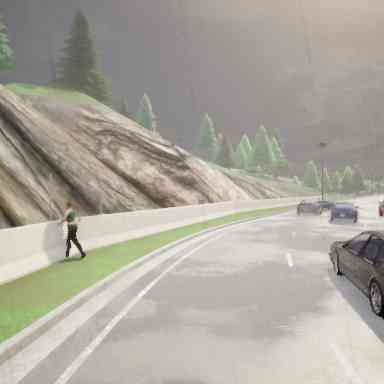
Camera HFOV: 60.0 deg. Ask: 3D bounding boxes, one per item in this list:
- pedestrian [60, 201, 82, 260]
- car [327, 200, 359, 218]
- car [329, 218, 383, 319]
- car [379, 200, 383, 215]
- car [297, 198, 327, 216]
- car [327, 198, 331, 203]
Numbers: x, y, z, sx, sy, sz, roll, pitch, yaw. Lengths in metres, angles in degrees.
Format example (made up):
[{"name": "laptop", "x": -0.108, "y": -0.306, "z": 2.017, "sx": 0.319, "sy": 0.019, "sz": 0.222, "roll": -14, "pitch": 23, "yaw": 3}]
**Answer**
[{"name": "pedestrian", "x": -3.765, "y": 1.141, "z": 10.368, "sx": 0.375, "sy": 1.860, "sz": 0.375, "roll": 0, "pitch": 0, "yaw": 12}, {"name": "car", "x": 12.100, "y": 1.525, "z": 26.297, "sx": 1.812, "sy": 1.442, "sz": 4.674, "roll": 0, "pitch": 0, "yaw": 28}, {"name": "car", "x": 4.430, "y": 1.548, "z": 7.137, "sx": 2.033, "sy": 1.411, "sz": 5.357, "roll": 0, "pitch": 0, "yaw": 11}, {"name": "car", "x": 19.642, "y": 1.352, "z": 32.758, "sx": 2.097, "sy": 1.767, "sz": 4.553, "roll": 0, "pitch": 0, "yaw": 29}, {"name": "car", "x": 11.648, "y": 1.491, "z": 32.812, "sx": 2.128, "sy": 1.511, "sz": 4.902, "roll": 0, "pitch": 0, "yaw": 29}, {"name": "car", "x": 16.619, "y": 1.491, "z": 41.718, "sx": 2.128, "sy": 1.511, "sz": 4.902, "roll": 0, "pitch": 0, "yaw": 29}]
